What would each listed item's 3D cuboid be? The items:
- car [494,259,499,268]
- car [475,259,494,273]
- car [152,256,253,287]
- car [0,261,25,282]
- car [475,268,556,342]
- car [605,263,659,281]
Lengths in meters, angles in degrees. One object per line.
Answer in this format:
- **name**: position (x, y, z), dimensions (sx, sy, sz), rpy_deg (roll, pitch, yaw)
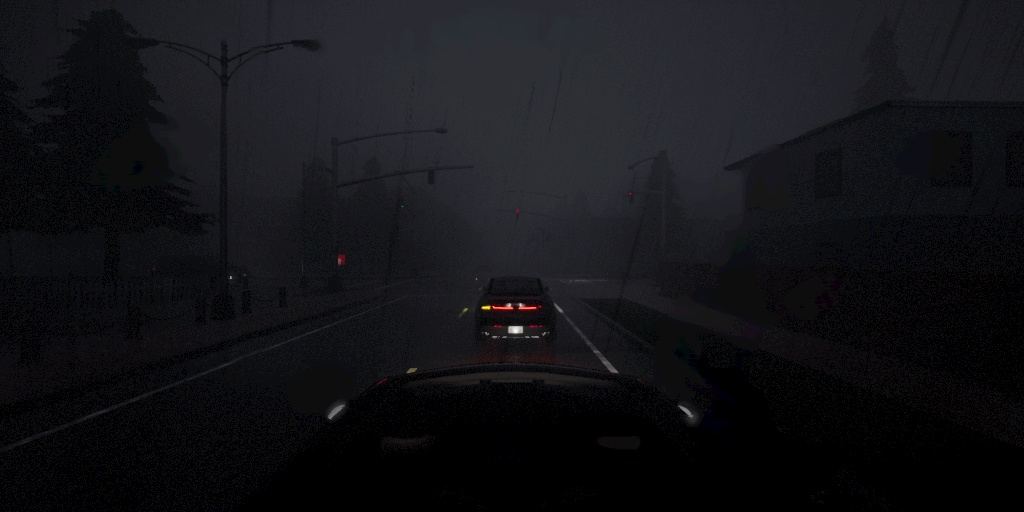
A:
- **car**: position (-3.454, 1.275, 56.474), dimensions (1.812, 1.442, 4.674), rpy_deg (0, 0, 0)
- **car**: position (-3.495, 1.276, 44.179), dimensions (1.812, 1.442, 4.674), rpy_deg (0, 0, -1)
- **car**: position (-20.665, 0.987, 24.039), dimensions (5.566, 2.045, 2.150), rpy_deg (0, 0, -1)
- **car**: position (-35.847, 1.258, 23.654), dimensions (4.902, 1.511, 2.128), rpy_deg (0, 0, -1)
- **car**: position (0.092, 1.255, 9.729), dimensions (1.837, 1.490, 4.892), rpy_deg (0, 0, 0)
- **car**: position (9.789, 1.295, 29.436), dimensions (4.181, 1.385, 1.994), rpy_deg (0, 0, -5)
